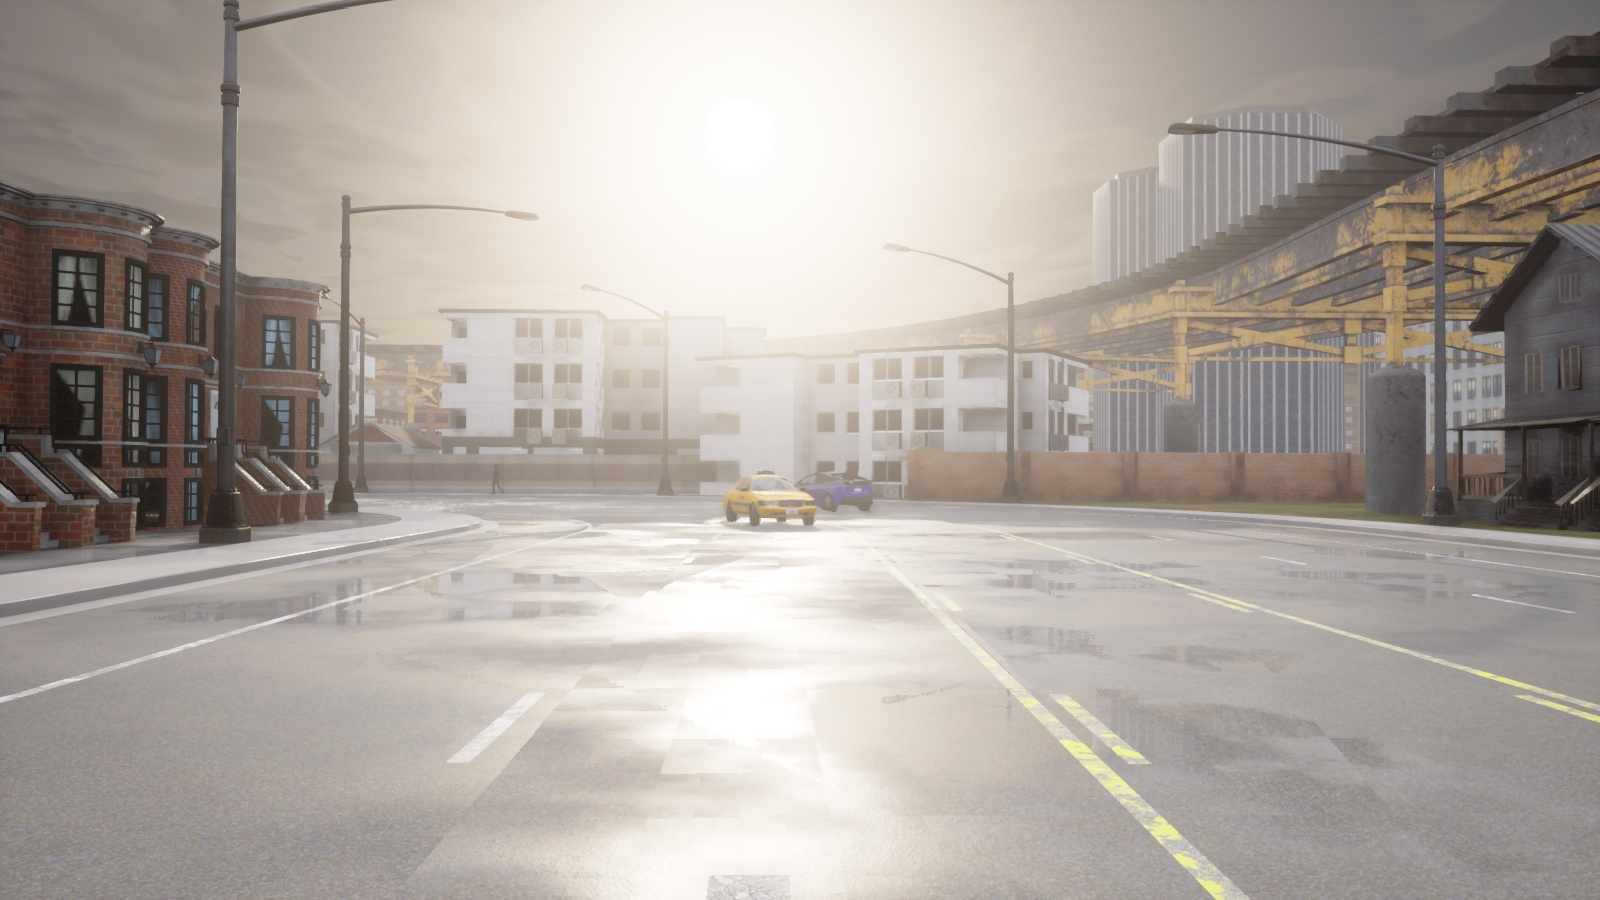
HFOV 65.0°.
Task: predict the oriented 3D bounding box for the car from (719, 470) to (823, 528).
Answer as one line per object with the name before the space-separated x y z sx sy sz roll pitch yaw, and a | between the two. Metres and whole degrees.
car | -0.955 1.378 37.026 1.801 1.575 5.366 0 -1 -16

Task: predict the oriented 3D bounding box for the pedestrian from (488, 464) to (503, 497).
pedestrian | -17.261 1.732 71.224 0.726 1.835 0.370 0 -1 7

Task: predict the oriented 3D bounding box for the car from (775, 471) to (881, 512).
car | 1.042 1.586 49.492 2.007 1.525 4.514 0 -1 -32
